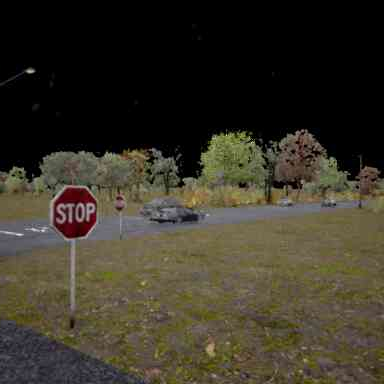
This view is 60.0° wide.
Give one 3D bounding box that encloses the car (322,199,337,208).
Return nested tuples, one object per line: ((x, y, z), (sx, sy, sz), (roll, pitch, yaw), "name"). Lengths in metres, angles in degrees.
((27.865, 2.262, 67.410), (2.097, 1.767, 4.553), (1, 0, 36), "car")

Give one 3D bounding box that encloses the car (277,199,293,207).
((18.615, 2.110, 66.552), (2.097, 1.767, 4.553), (1, 0, 36), "car")

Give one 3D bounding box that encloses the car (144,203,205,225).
((-1.093, 1.875, 27.281), (2.033, 1.411, 5.357), (1, 0, 36), "car")

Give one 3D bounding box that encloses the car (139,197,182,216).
((-3.246, 1.652, 36.260), (2.150, 2.045, 5.566), (1, 1, 36), "car")
